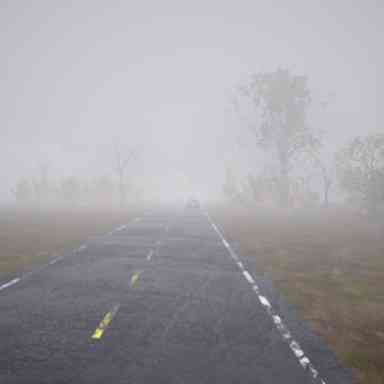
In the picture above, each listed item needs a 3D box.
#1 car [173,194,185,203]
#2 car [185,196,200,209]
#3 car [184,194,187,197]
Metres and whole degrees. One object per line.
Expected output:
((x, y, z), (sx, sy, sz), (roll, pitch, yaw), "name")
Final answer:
((-3.015, 1.657, 72.119), (2.033, 1.411, 5.357), (0, 0, 0), "car")
((0.092, 1.638, 46.242), (1.994, 1.385, 4.181), (0, 0, 0), "car")
((0.086, 1.455, 63.745), (2.097, 1.767, 4.553), (0, 0, 0), "car")
